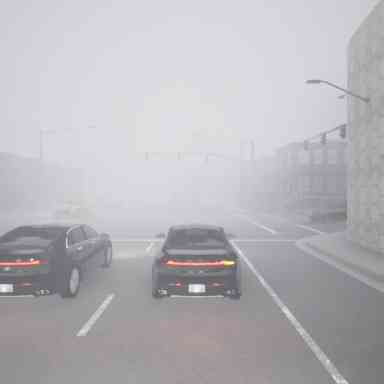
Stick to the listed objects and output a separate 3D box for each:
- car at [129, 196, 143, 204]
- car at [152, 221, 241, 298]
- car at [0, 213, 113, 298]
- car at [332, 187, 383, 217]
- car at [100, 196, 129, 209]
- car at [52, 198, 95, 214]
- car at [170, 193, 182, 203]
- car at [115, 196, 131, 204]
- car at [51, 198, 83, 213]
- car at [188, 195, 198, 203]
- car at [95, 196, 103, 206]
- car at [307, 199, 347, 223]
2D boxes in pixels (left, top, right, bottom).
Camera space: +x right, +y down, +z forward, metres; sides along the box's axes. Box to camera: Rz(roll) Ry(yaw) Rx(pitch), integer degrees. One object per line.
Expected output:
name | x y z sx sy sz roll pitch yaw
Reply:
car | -10.364 1.547 62.342 2.033 1.411 5.357 0 0 1
car | 0.104 1.505 8.467 1.837 1.490 4.892 0 0 0
car | -3.396 1.505 8.483 1.837 1.490 4.892 0 0 0
car | 14.904 0.764 27.510 5.566 2.045 2.150 -5 0 0
car | -10.466 1.547 45.435 2.033 1.411 5.357 0 0 0
car | -10.512 1.352 29.329 2.097 1.767 4.553 0 0 0
car | -3.294 1.221 68.245 2.150 2.045 5.566 0 0 0
car | -13.805 1.507 67.104 2.128 1.511 4.902 0 0 0
car | -13.988 1.504 37.534 1.837 1.490 4.892 0 0 0
car | 0.206 1.352 68.179 2.097 1.767 4.553 0 0 0
car | -13.936 1.350 51.667 2.097 1.767 4.553 0 0 1
car | 10.489 1.410 23.883 4.181 1.385 1.994 -3 0 1
